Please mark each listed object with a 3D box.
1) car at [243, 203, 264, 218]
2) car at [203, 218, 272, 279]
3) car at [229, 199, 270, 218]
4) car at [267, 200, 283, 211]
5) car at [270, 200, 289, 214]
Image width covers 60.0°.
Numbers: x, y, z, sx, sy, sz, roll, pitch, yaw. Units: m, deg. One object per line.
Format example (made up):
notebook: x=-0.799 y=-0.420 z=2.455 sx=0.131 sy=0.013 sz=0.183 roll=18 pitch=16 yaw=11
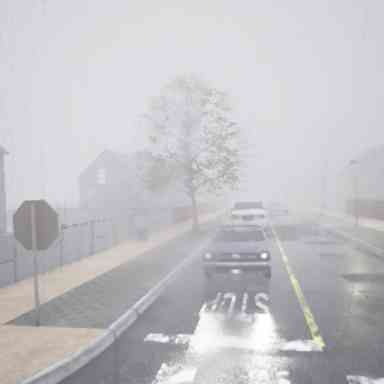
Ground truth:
car: x=6.601 y=1.928 z=35.501 sx=1.994 sy=1.385 sz=4.181 roll=-3 pitch=-1 yaw=12
car: x=1.561 y=1.755 z=10.728 sx=1.895 sy=1.301 sz=4.718 roll=-3 pitch=-1 yaw=11
car: x=3.733 y=1.470 z=21.644 sx=2.150 sy=2.045 sz=5.566 roll=-3 pitch=-1 yaw=12
car: x=12.343 y=1.915 z=49.592 sx=2.033 sy=1.411 sz=5.357 roll=-3 pitch=-1 yaw=12
car: x=10.272 y=1.877 z=39.141 sx=1.895 sy=1.301 sz=4.718 roll=-3 pitch=-1 yaw=12
